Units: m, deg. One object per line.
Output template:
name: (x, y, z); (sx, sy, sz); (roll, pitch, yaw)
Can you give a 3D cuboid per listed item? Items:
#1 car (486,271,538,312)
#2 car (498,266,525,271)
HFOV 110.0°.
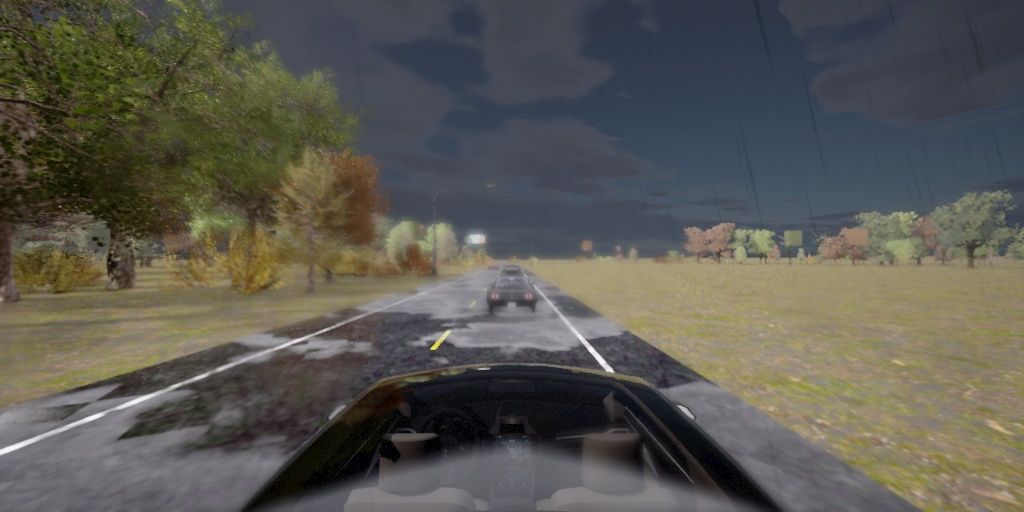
car: (0.016, 1.496, 15.071); (1.895, 1.301, 4.718); (0, -1, 0)
car: (0.015, 1.568, 30.312); (1.837, 1.490, 4.892); (0, 0, 1)
